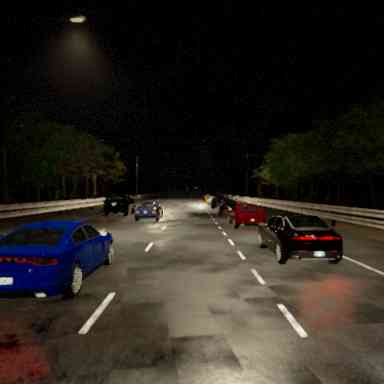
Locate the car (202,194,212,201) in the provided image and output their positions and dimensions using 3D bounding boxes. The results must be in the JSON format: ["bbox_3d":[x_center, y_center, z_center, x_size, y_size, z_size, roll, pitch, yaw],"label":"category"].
[{"bbox_3d":[3.492,1.335,76.713,2.163,1.488,4.792,0,0,0],"label":"car"}]

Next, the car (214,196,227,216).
[{"bbox_3d":[3.497,1.472,32.688,1.837,1.490,4.892,0,0,0],"label":"car"}]

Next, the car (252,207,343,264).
[{"bbox_3d":[3.599,1.500,11.804,1.837,1.490,4.892,0,0,0],"label":"car"}]

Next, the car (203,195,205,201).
[{"bbox_3d":[3.493,1.369,65.686,1.882,1.535,5.008,0,0,0],"label":"car"}]

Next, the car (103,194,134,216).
[{"bbox_3d":[-6.891,1.192,32.011,2.150,2.045,5.566,0,0,0],"label":"car"}]

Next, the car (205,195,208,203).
[{"bbox_3d":[3.495,1.446,54.688,1.812,1.442,4.674,0,0,0],"label":"car"}]

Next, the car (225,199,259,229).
[{"bbox_3d":[3.498,1.463,21.688,1.882,1.535,5.008,0,0,0],"label":"car"}]

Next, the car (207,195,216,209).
[{"bbox_3d":[3.496,1.375,43.687,2.033,1.649,4.856,0,0,0],"label":"car"}]

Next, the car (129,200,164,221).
[{"bbox_3d":[-3.401,1.526,26.838,2.033,1.411,5.357,0,0,0],"label":"car"}]

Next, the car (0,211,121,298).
[{"bbox_3d":[-3.401,1.475,8.568,1.882,1.535,5.008,0,0,0],"label":"car"}]

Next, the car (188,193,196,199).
[{"bbox_3d":[-0.008,1.136,85.118,1.812,1.442,4.674,0,1,0],"label":"car"}]
